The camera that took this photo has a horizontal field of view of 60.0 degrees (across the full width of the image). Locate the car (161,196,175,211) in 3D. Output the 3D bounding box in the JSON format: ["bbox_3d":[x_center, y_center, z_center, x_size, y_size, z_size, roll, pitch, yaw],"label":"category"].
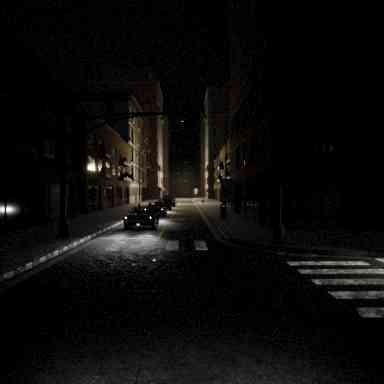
[{"bbox_3d":[-3.465,1.548,40.161,1.994,1.385,4.181,0,0,0],"label":"car"}]

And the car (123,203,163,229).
[{"bbox_3d":[-3.197,1.596,21.715,1.895,1.301,4.718,0,0,-1],"label":"car"}]

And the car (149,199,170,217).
[{"bbox_3d":[-3.340,1.592,30.887,1.895,1.301,4.718,0,0,-1],"label":"car"}]
